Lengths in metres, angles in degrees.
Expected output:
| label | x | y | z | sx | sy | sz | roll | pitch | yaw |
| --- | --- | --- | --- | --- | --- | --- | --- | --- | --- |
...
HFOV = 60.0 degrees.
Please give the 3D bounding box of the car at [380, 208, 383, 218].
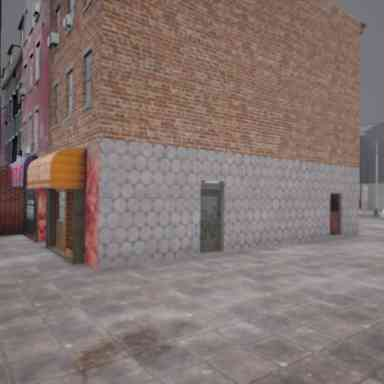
| label | x | y | z | sx | sy | sz | roll | pitch | yaw |
| --- | --- | --- | --- | --- | --- | --- | --- | --- | --- |
| car | 16.767 | 1.639 | 24.955 | 1.812 | 1.442 | 4.674 | 1 | -1 | -37 |
